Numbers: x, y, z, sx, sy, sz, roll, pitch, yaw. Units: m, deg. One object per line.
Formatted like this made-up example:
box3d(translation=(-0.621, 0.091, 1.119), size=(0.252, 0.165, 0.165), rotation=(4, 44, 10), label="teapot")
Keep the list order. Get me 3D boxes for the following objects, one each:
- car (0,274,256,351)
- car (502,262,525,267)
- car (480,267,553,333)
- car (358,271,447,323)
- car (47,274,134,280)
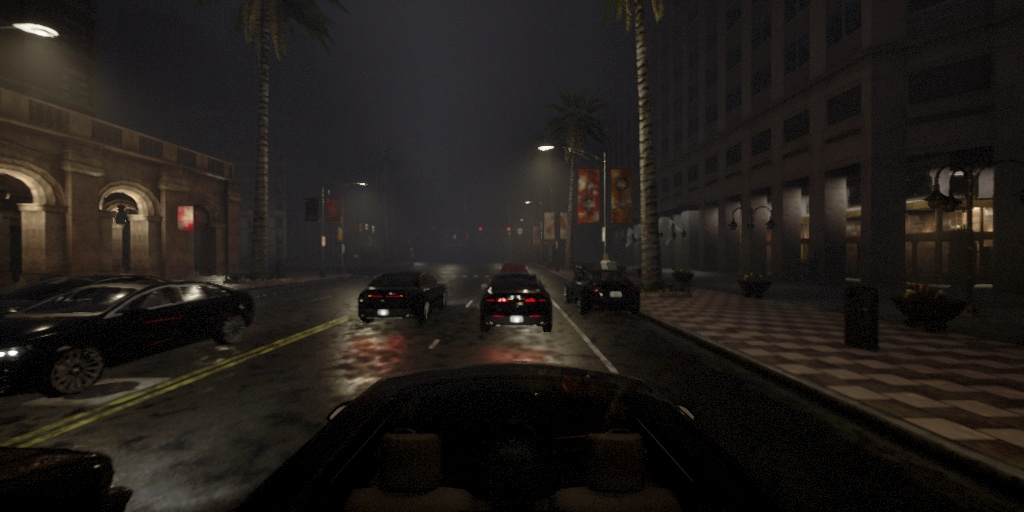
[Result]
box3d(translation=(-7.096, 1.224, 6.600), size=(2.128, 1.511, 4.902), rotation=(0, 0, 0), label="car")
box3d(translation=(0.094, 1.152, 24.445), size=(1.882, 1.535, 5.008), rotation=(0, 0, 0), label="car")
box3d(translation=(0.106, 1.223, 10.667), size=(1.837, 1.490, 4.892), rotation=(0, 0, 0), label="car")
box3d(translation=(-3.395, 1.221, 11.880), size=(1.837, 1.490, 4.892), rotation=(0, 0, 0), label="car")
box3d(translation=(-10.590, 1.229, 8.899), size=(1.837, 1.490, 4.892), rotation=(0, 0, 0), label="car")
